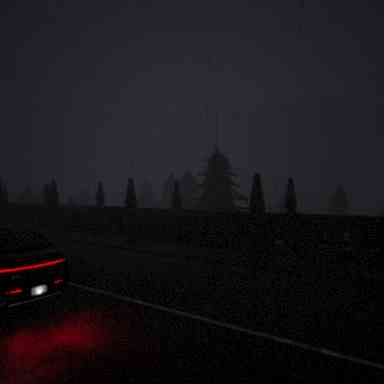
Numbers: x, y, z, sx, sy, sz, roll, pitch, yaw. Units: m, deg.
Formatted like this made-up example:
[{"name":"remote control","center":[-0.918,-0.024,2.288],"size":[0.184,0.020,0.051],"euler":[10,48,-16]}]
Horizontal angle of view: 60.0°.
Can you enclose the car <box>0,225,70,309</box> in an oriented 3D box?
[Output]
[{"name":"car","center":[-4.694,1.498,7.336],"size":[4.892,1.490,1.837],"euler":[0,0,35]}]
